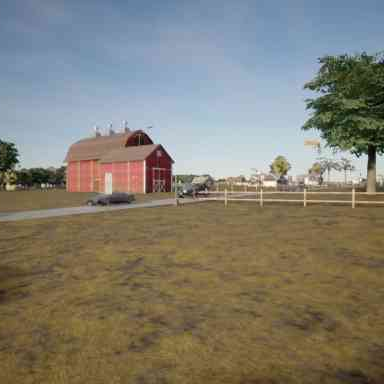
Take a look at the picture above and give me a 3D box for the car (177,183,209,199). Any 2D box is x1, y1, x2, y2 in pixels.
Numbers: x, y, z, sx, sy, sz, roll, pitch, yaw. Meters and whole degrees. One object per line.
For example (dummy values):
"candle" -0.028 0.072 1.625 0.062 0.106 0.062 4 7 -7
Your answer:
"car" 0.212 -0.208 44.849 2.150 2.045 5.566 0 2 35

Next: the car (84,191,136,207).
"car" -8.040 0.629 33.262 2.033 1.411 5.357 0 2 35

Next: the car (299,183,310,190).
"car" 24.957 -1.183 74.773 1.837 1.490 4.892 0 2 35

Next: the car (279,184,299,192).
"car" 18.927 -0.826 66.119 2.033 1.411 5.357 0 2 35
